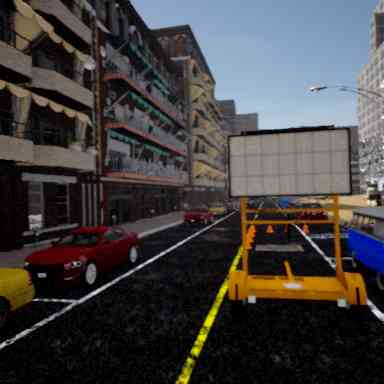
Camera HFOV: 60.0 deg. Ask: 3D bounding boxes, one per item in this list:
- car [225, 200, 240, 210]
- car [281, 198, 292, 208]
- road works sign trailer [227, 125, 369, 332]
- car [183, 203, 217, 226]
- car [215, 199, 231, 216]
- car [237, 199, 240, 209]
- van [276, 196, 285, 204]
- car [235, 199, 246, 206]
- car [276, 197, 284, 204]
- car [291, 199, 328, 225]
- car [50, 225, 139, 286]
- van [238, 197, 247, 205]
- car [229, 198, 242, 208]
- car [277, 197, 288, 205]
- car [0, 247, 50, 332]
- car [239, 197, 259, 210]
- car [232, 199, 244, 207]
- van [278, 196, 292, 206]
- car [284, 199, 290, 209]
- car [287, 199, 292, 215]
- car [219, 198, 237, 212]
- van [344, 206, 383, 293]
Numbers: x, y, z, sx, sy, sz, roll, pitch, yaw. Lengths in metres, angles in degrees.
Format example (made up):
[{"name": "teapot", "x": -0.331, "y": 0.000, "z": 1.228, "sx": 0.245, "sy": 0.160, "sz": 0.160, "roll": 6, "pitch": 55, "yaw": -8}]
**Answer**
[{"name": "car", "x": 6.530, "y": 2.024, "z": 53.279, "sx": 2.008, "sy": 1.369, "sz": 4.403, "roll": -2, "pitch": -1, "yaw": 13}, {"name": "car", "x": 12.303, "y": 1.735, "z": 40.669, "sx": 1.802, "sy": 1.307, "sz": 4.206, "roll": -2, "pitch": -1, "yaw": 13}, {"name": "road works sign trailer", "x": 2.007, "y": 0.490, "z": 6.945, "sx": 2.380, "sy": 3.560, "sz": 2.880, "roll": -2, "pitch": -1, "yaw": 13}, {"name": "car", "x": 0.521, "y": 1.846, "z": 26.307, "sx": 1.887, "sy": 1.381, "sz": 4.507, "roll": -2, "pitch": -1, "yaw": 13}, {"name": "car", "x": 2.887, "y": 1.893, "z": 36.931, "sx": 1.752, "sy": 1.417, "sz": 4.829, "roll": -2, "pitch": -1, "yaw": 13}, {"name": "car", "x": 5.329, "y": 1.988, "z": 47.884, "sx": 2.008, "sy": 1.369, "sz": 4.403, "roll": -2, "pitch": -1, "yaw": 13}, {"name": "van", "x": 19.506, "y": 1.715, "z": 73.040, "sx": 1.690, "sy": 1.788, "sz": 3.998, "roll": -2, "pitch": -1, "yaw": 13}, {"name": "car", "x": 10.135, "y": 2.129, "z": 69.461, "sx": 1.887, "sy": 1.381, "sz": 4.507, "roll": -2, "pitch": -1, "yaw": 13}, {"name": "car", "x": 20.751, "y": 1.940, "z": 78.596, "sx": 1.752, "sy": 1.417, "sz": 4.829, "roll": -2, "pitch": -1, "yaw": 13}, {"name": "car", "x": 8.694, "y": 1.492, "z": 24.488, "sx": 1.967, "sy": 1.590, "sz": 4.097, "roll": -2, "pitch": -1, "yaw": 13}, {"name": "car", "x": -3.083, "y": 1.751, "z": 10.123, "sx": 1.887, "sy": 1.381, "sz": 4.507, "roll": -2, "pitch": -1, "yaw": 13}, {"name": "van", "x": 11.329, "y": 1.964, "z": 74.859, "sx": 1.690, "sy": 1.788, "sz": 3.998, "roll": -2, "pitch": -1, "yaw": 13}, {"name": "car", "x": 7.728, "y": 1.949, "z": 58.673, "sx": 1.967, "sy": 1.590, "sz": 4.097, "roll": -2, "pitch": -1, "yaw": 13}, {"name": "car", "x": 18.307, "y": 1.775, "z": 67.643, "sx": 1.967, "sy": 1.590, "sz": 4.097, "roll": -2, "pitch": -1, "yaw": 13}, {"name": "car", "x": -4.322, "y": 1.701, "z": 4.564, "sx": 1.752, "sy": 1.417, "sz": 4.829, "roll": -2, "pitch": -1, "yaw": 13}, {"name": "car", "x": 8.079, "y": 1.587, "z": 47.979, "sx": 2.150, "sy": 2.045, "sz": 5.566, "roll": -2, "pitch": -1, "yaw": 13}, {"name": "car", "x": 8.934, "y": 2.112, "z": 64.067, "sx": 1.947, "sy": 1.339, "sz": 4.313, "roll": -2, "pitch": -1, "yaw": 13}, {"name": "van", "x": 14.699, "y": 1.565, "z": 51.461, "sx": 1.690, "sy": 1.788, "sz": 3.998, "roll": -2, "pitch": -1, "yaw": 13}, {"name": "car", "x": 11.102, "y": 1.701, "z": 35.276, "sx": 1.802, "sy": 1.307, "sz": 4.206, "roll": -2, "pitch": -1, "yaw": 13}, {"name": "car", "x": 9.936, "y": 1.612, "z": 30.047, "sx": 1.752, "sy": 1.417, "sz": 4.829, "roll": -2, "pitch": -1, "yaw": 13}, {"name": "car", "x": 4.118, "y": 1.718, "z": 42.493, "sx": 2.192, "sy": 1.841, "sz": 5.009, "roll": -2, "pitch": -1, "yaw": 13}, {"name": "van", "x": 5.087, "y": 1.298, "z": 8.306, "sx": 1.690, "sy": 1.788, "sz": 3.998, "roll": -2, "pitch": -1, "yaw": 13}]
